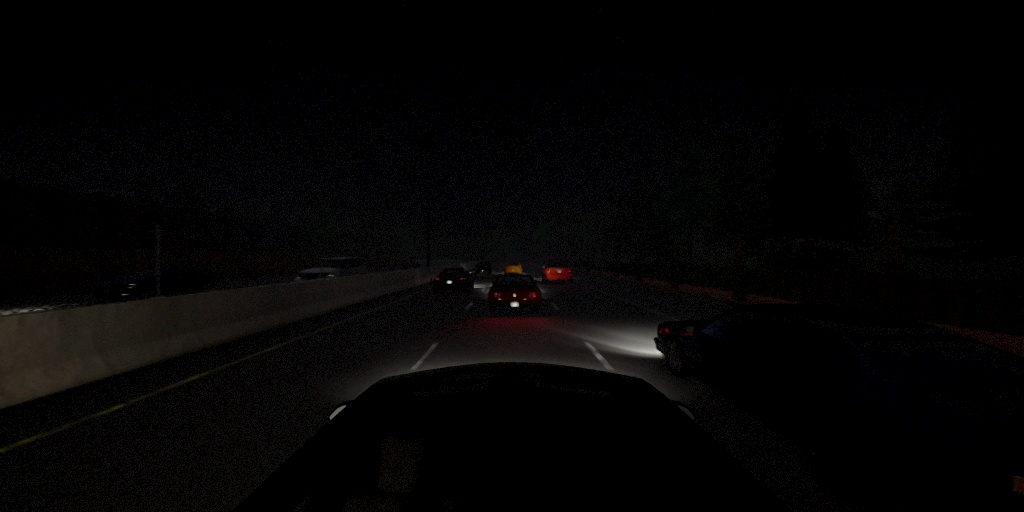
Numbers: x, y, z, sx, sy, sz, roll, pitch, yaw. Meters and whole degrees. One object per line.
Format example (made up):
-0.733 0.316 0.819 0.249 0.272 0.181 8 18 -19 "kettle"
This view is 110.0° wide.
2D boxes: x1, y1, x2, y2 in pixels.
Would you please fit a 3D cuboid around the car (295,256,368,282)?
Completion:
-10.599 1.047 21.651 2.150 2.045 5.566 0 0 0 "car"

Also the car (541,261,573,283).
3.599 1.210 29.366 2.097 1.767 4.553 0 0 0 "car"

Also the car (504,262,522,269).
0.098 1.380 40.710 1.882 1.535 5.008 0 0 0 "car"

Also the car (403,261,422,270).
-14.002 1.470 50.709 1.812 1.442 4.674 0 0 0 "car"

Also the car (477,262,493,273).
-3.401 1.421 44.268 1.837 1.490 4.892 0 0 0 "car"

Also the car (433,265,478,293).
-3.401 1.391 21.476 1.994 1.385 4.181 0 0 0 "car"

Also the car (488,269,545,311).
0.099 1.401 14.682 1.895 1.301 4.718 0 0 0 "car"

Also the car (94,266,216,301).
-17.596 1.289 18.042 1.882 1.535 5.008 0 0 0 "car"

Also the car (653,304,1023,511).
3.599 1.308 4.350 2.033 1.411 5.357 0 0 0 "car"
